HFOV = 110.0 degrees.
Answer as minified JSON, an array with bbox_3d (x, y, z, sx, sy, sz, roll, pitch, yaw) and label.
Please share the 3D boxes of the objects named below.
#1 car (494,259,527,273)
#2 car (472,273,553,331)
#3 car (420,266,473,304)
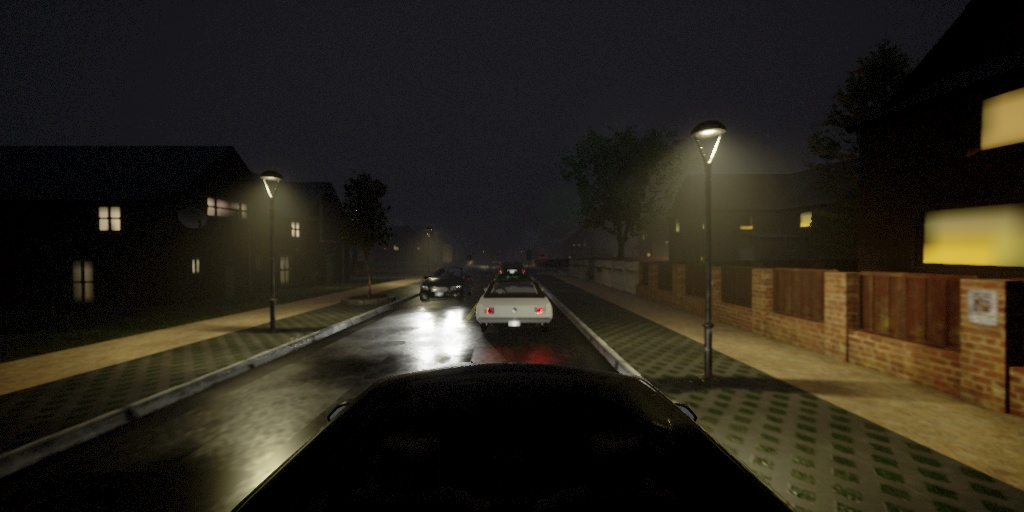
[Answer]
[{"bbox_3d":[0.006,1.139,26.928,2.097,1.767,4.553,0,0,0],"label":"car"},{"bbox_3d":[0.060,1.355,10.928,1.895,1.301,4.718,0,0,0],"label":"car"},{"bbox_3d":[-2.894,1.253,16.652,2.128,1.511,4.902,0,0,0],"label":"car"}]
